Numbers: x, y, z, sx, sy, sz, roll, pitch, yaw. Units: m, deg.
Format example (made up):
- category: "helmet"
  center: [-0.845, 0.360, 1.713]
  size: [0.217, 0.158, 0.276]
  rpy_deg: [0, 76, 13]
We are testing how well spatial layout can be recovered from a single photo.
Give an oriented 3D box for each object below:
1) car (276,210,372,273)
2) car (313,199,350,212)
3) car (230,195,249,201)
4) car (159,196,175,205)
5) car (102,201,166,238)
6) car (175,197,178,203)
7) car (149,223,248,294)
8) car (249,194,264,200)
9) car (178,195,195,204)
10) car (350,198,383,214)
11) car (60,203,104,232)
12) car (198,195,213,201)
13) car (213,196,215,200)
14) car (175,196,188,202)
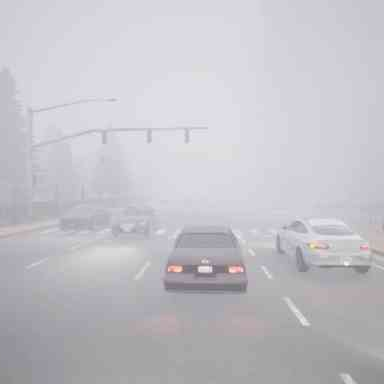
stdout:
- category: "car"
  center: [3.964, 1.524, 10.578]
  size: [1.812, 1.442, 4.674]
  rpy_deg: [0, 0, 3]
- category: "car"
  center: [17.004, 1.542, 39.576]
  size: [4.902, 1.511, 2.128]
  rpy_deg: [0, 0, 3]
- category: "car"
  center: [12.009, 1.514, 88.134]
  size: [4.902, 1.511, 2.128]
  rpy_deg: [0, 0, -44]
- category: "car"
  center: [-4.654, 1.593, 58.796]
  size: [1.895, 1.301, 4.718]
  rpy_deg: [0, 0, 3]
- category: "car"
  center: [-2.901, 1.489, 17.867]
  size: [2.128, 1.511, 4.902]
  rpy_deg: [0, 0, 2]
- category: "car"
  center: [-4.177, 1.555, 67.796]
  size: [1.994, 1.385, 4.181]
  rpy_deg: [0, 0, 4]
- category: "car"
  center: [0.381, 1.546, 8.953]
  size: [2.033, 1.411, 5.357]
  rpy_deg: [0, 0, 3]
- category: "car"
  center: [17.023, 1.528, 87.768]
  size: [5.357, 1.411, 2.033]
  rpy_deg: [0, 0, -35]
- category: "car"
  center: [-1.027, 1.470, 61.567]
  size: [1.882, 1.535, 5.008]
  rpy_deg: [0, 0, 3]
- category: "car"
  center: [20.168, 1.403, 35.955]
  size: [4.553, 1.767, 2.097]
  rpy_deg: [0, 0, 2]
- category: "car"
  center: [-6.302, 1.475, 20.291]
  size: [1.882, 1.535, 5.008]
  rpy_deg: [0, 0, 2]
- category: "car"
  center: [2.790, 1.585, 81.420]
  size: [1.895, 1.301, 4.718]
  rpy_deg: [0, 0, 23]
- category: "car"
  center: [4.423, 1.466, 90.259]
  size: [1.882, 1.535, 5.008]
  rpy_deg: [0, 0, 37]
- category: "car"
  center: [-2.444, 1.585, 77.783]
  size: [1.895, 1.301, 4.718]
  rpy_deg: [0, 0, 14]
